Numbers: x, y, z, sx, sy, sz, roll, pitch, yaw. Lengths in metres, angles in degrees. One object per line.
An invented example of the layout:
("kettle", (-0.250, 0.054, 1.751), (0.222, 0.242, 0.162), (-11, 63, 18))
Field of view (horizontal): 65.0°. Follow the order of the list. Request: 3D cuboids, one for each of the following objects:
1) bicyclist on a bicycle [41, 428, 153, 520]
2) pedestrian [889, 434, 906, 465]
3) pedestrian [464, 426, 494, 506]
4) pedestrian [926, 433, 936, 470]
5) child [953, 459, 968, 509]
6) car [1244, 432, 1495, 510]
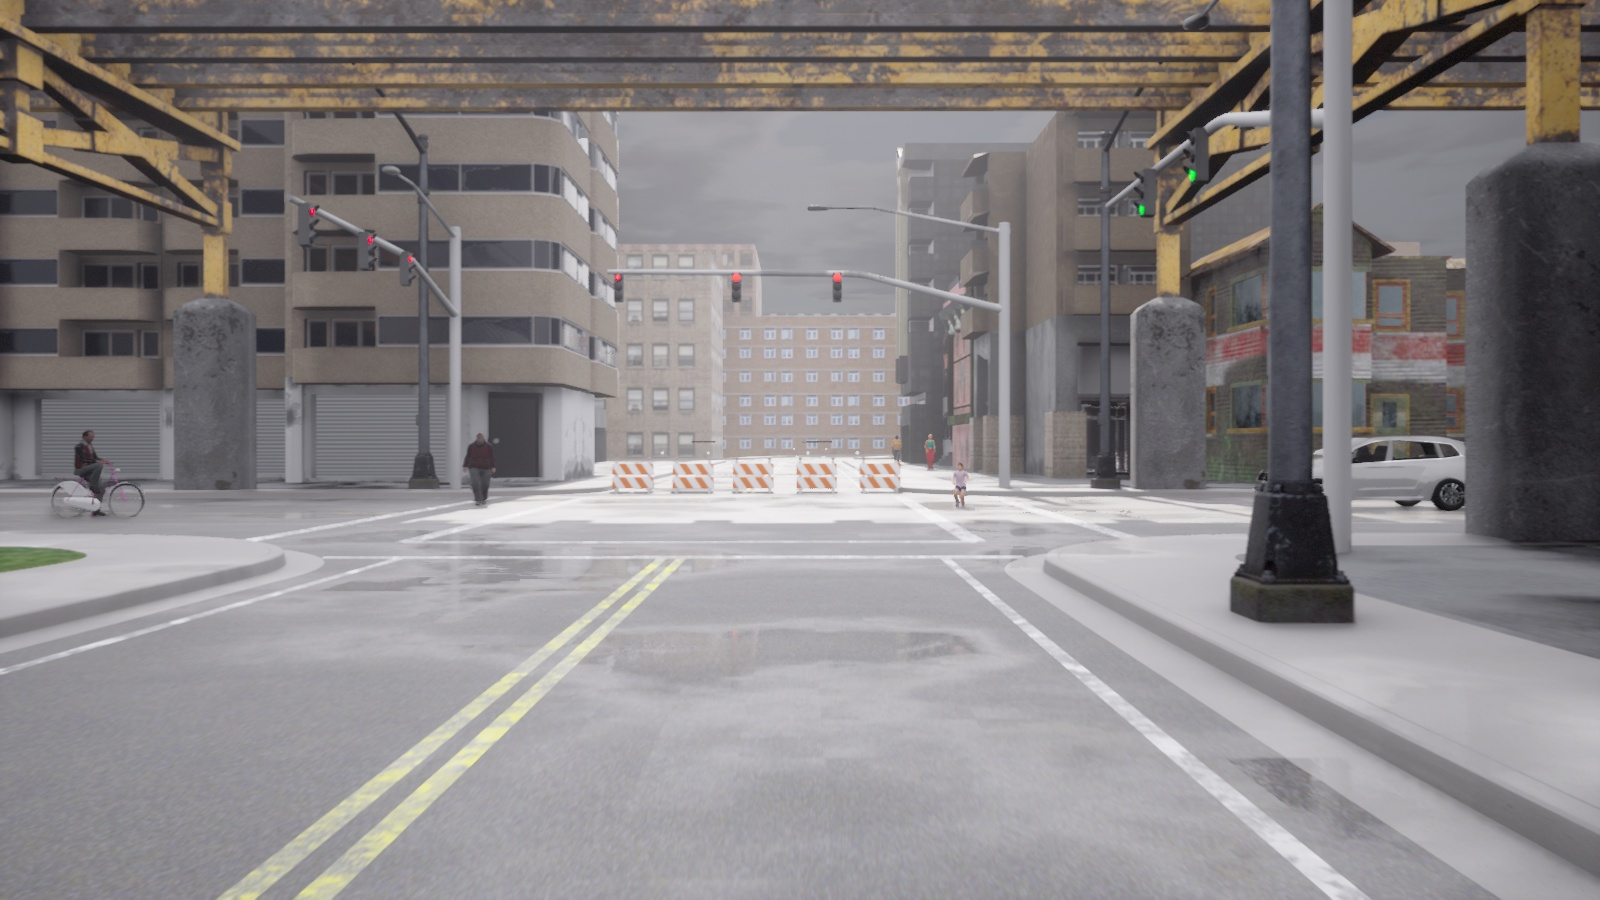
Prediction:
("bicyclist on a bicycle", (-13.831, 0.467, 24.726), (1.843, 1.776, 0.659), (0, 0, 0))
("pedestrian", (5.841, -0.008, 75.304), (0.874, 1.855, 0.900), (0, 0, -4))
("pedestrian", (-7.539, 0.373, 29.496), (0.634, 1.844, 0.899), (0, 0, -12))
("pedestrian", (6.387, 0.071, 61.321), (0.345, 1.836, 0.594), (0, 0, -7))
("child", (3.634, 0.766, 28.421), (0.255, 1.110, 0.394), (0, 0, 23))
("car", (12.672, 0.442, 28.196), (4.611, 1.667, 2.242), (0, 0, 0))
